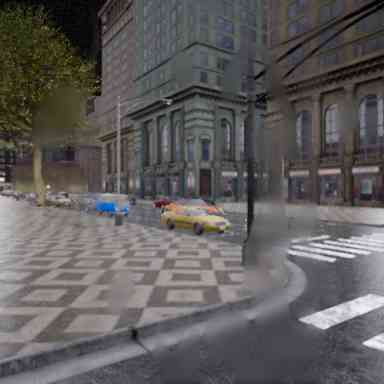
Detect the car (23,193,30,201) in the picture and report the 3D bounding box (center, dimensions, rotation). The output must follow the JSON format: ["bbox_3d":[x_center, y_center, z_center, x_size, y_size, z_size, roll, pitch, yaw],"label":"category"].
[{"bbox_3d":[-25.905,0.815,54.858,2.008,1.369,4.403,1,0,-35],"label":"car"}]

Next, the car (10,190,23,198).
[{"bbox_3d":[-35.614,0.468,68.630,1.967,1.590,4.097,1,0,-35],"label":"car"}]

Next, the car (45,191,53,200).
[{"bbox_3d":[-19.431,0.977,45.676,2.008,1.369,4.403,1,0,-35],"label":"car"}]

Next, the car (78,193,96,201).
[{"bbox_3d":[-18.942,0.833,59.775,1.802,1.307,4.206,1,0,-35],"label":"car"}]

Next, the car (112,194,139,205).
[{"bbox_3d":[-9.231,1.046,46.004,2.008,1.369,4.403,1,0,-35],"label":"car"}]

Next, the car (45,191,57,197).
[{"bbox_3d":[-35.125,0.444,82.727,1.802,1.307,4.206,1,0,-35],"label":"car"}]

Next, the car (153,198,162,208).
[{"bbox_3d":[-2.755,1.197,36.819,1.887,1.381,4.507,1,0,-35],"label":"car"}]

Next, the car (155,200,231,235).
[{"bbox_3d":[0.091,1.383,17.982,1.752,1.417,4.829,1,0,-35],"label":"car"}]

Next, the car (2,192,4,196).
[{"bbox_3d":[-45.326,0.238,82.403,1.967,1.590,4.097,1,0,-35],"label":"car"}]

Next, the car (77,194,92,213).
[{"bbox_3d":[-9.720,1.215,31.899,2.008,1.369,4.403,1,0,-35],"label":"car"}]

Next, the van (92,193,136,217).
[{"bbox_3d":[-6.481,1.076,27.308,1.690,1.788,3.998,1,0,-35],"label":"van"}]

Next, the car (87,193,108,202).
[{"bbox_3d":[-15.705,0.883,55.184,2.008,1.369,4.403,1,0,-35],"label":"car"}]

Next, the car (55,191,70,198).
[{"bbox_3d":[-28.651,0.560,73.546,1.887,1.381,4.507,1,0,-35],"label":"car"}]

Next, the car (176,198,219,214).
[{"bbox_3d":[0.480,1.288,32.228,1.947,1.339,4.313,1,0,-35],"label":"car"}]

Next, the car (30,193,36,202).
[{"bbox_3d":[-22.668,0.895,50.267,2.008,1.369,4.403,1,0,-35],"label":"car"}]

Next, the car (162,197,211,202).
[{"bbox_3d":[0.183,1.171,22.462,2.097,1.767,4.553,0,1,-35],"label":"car"}]

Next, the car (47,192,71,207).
[{"bbox_3d":[-16.097,1.036,40.946,1.752,1.417,4.829,1,0,-35],"label":"car"}]

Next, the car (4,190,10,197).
[{"bbox_3d":[-42.089,0.314,77.812,1.967,1.590,4.097,1,0,-35],"label":"car"}]

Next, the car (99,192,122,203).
[{"bbox_3d":[-12.466,0.854,50.594,1.967,1.590,4.097,1,0,-35],"label":"car"}]
